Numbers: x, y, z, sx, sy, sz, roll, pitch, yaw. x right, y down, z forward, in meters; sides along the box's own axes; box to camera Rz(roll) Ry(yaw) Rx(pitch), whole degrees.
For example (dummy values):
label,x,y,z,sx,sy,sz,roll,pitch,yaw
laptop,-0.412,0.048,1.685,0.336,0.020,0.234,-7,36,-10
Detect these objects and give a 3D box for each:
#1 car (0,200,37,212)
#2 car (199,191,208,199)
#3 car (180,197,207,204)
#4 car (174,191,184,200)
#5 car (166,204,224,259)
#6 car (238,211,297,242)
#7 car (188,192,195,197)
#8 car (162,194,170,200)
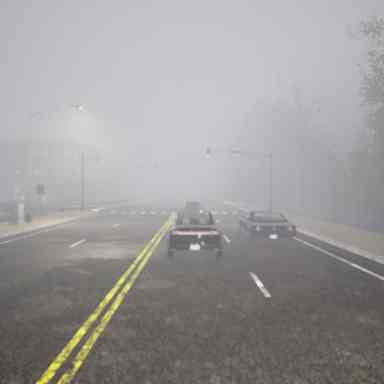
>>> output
label,x,y,z,sx,sy,sz,roll,pitch,yaw
car,-19.969,1.657,37.894,4.313,1.339,1.947,-1,1,0
car,3.211,1.133,87.921,2.033,1.411,5.357,0,0,0
car,0.045,1.402,28.270,1.812,1.442,4.674,0,0,-1
car,-3.287,0.850,83.531,2.150,2.045,5.566,0,0,0
car,0.095,1.438,12.356,2.128,1.511,4.902,0,0,0
car,3.346,1.530,15.819,1.895,1.301,4.718,0,0,0
car,-0.039,1.072,87.919,1.882,1.535,5.008,0,0,0
car,-6.536,1.221,83.531,1.895,1.301,4.718,0,0,0
